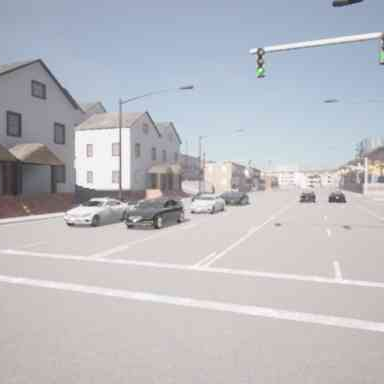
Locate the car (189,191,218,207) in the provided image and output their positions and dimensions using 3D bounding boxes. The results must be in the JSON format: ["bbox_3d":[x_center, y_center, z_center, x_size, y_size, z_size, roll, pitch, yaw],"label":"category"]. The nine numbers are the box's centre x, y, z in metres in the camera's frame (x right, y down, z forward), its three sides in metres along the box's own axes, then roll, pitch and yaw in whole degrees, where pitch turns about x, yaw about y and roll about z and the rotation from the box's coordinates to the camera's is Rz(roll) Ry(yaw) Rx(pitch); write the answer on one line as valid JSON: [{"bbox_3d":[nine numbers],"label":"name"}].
[{"bbox_3d":[1.377,0.707,37.121,1.837,1.490,4.892,0,1,21],"label":"car"}]

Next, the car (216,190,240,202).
[{"bbox_3d":[5.155,0.536,46.977,2.033,1.411,5.357,0,1,21],"label":"car"}]

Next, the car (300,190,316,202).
[{"bbox_3d":[15.318,0.539,43.904,2.128,1.511,4.902,0,1,21],"label":"car"}]

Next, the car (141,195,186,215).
[{"bbox_3d":[-2.246,0.973,27.553,1.994,1.385,4.181,0,1,22],"label":"car"}]

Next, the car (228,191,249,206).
[{"bbox_3d":[5.053,0.681,36.951,1.882,1.535,5.008,0,1,21],"label":"car"}]

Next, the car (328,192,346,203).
[{"bbox_3d":[18.762,0.626,43.105,1.994,1.385,4.181,0,1,21],"label":"car"}]

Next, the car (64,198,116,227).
[{"bbox_3d":[-5.341,1.111,19.409,1.812,1.442,4.674,0,1,21],"label":"car"}]

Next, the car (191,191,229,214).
[{"bbox_3d":[1.345,0.941,27.155,1.812,1.442,4.674,0,1,21],"label":"car"}]

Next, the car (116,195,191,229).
[{"bbox_3d":[-1.934,1.107,18.519,1.837,1.490,4.892,0,1,21],"label":"car"}]
